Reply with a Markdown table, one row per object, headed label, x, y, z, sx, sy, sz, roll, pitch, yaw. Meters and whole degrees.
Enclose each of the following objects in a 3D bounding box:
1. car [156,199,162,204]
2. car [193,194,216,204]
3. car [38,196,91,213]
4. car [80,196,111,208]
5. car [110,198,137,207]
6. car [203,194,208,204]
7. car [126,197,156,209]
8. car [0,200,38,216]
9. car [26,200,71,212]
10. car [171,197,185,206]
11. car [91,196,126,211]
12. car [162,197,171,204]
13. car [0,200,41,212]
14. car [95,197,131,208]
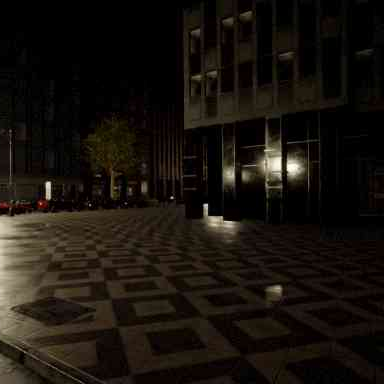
| label | x | y | z | sx | sy | sz | roll | pitch | yaw |
| --- | --- | --- | --- | --- | --- | --- | --- | --- | --- |
| car | -7.971 | 1.546 | 58.435 | 1.752 | 1.417 | 4.829 | -1 | 0 | 35 |
| car | 2.424 | 1.285 | 62.996 | 2.097 | 1.767 | 4.553 | -1 | 0 | 35 |
| car | -13.724 | 1.291 | 35.179 | 2.192 | 1.841 | 5.009 | -1 | 0 | 35 |
| car | -14.301 | 1.486 | 49.306 | 1.967 | 1.590 | 4.097 | -1 | 0 | 35 |
| car | -11.086 | 1.614 | 53.941 | 1.802 | 1.307 | 4.206 | -1 | 0 | 35 |
| car | 2.339 | 1.224 | 58.349 | 2.192 | 1.841 | 5.009 | -1 | 0 | 35 |
| car | -7.297 | 1.510 | 44.445 | 1.947 | 1.339 | 4.313 | -1 | 0 | 35 |
| car | -16.934 | 1.577 | 30.543 | 1.802 | 1.307 | 4.206 | -1 | 0 | 35 |
| car | -17.233 | 1.640 | 40.246 | 1.895 | 1.301 | 4.718 | -1 | 0 | 35 |
| car | -0.872 | 1.464 | 53.714 | 1.887 | 1.381 | 4.507 | -1 | 0 | 35 |
| car | -10.509 | 1.526 | 39.812 | 1.947 | 1.339 | 4.313 | -1 | 0 | 35 |
| car | -4.660 | 1.576 | 63.211 | 1.947 | 1.339 | 4.313 | -1 | 0 | 35 |
| car | -20.725 | 1.644 | 40.038 | 1.947 | 1.339 | 4.313 | -1 | 0 | 35 |
| car | -11.480 | 1.502 | 48.519 | 2.128 | 1.511 | 4.902 | -1 | 0 | 35 |
